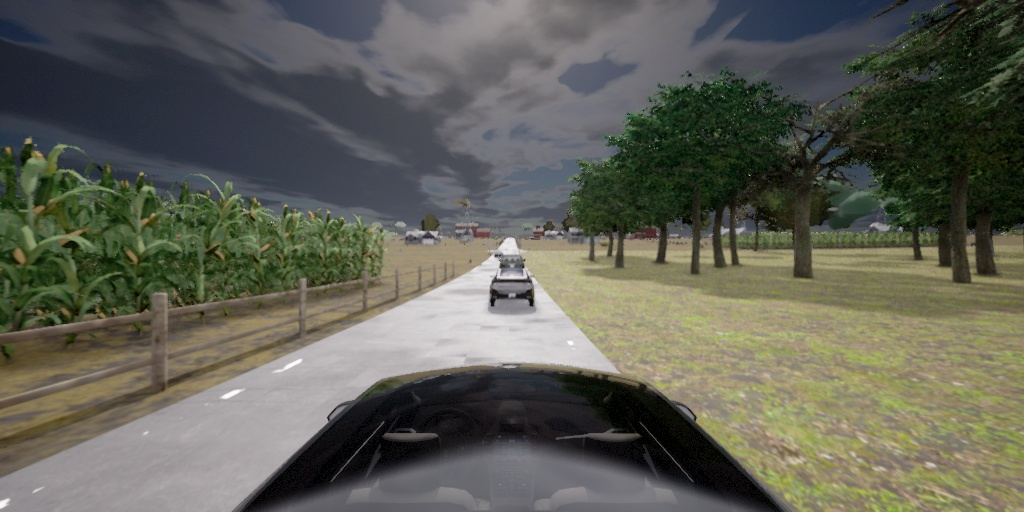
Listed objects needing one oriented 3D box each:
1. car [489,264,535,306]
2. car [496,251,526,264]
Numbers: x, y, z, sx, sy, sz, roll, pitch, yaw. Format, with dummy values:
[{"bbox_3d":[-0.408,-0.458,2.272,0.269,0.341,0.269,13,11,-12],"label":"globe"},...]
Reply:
[{"bbox_3d":[0.006,1.287,16.107,2.128,1.511,4.902,0,0,0],"label":"car"},{"bbox_3d":[0.006,0.838,30.796,2.150,2.045,5.566,0,1,0],"label":"car"}]
